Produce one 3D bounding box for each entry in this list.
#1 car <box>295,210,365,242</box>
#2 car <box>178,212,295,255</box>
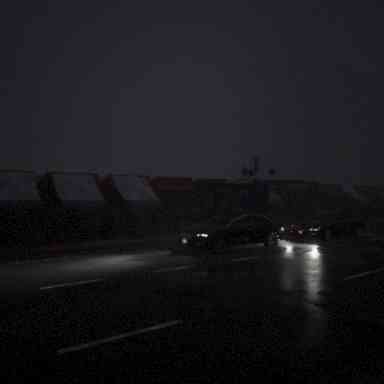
[{"bbox_3d":[7.269,1.728,17.625,4.892,1.490,1.837,1,0,-35],"label":"car"},{"bbox_3d":[1.725,1.589,13.797,4.902,1.511,2.128,1,0,-35],"label":"car"}]
